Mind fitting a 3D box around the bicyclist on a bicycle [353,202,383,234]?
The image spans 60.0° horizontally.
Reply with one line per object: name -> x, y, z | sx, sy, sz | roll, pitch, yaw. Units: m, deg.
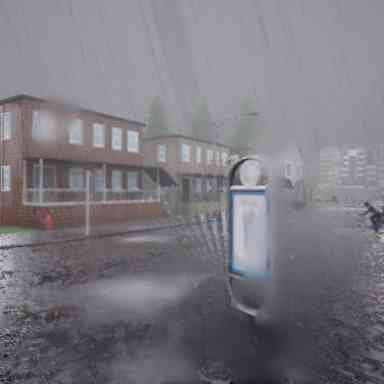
bicyclist on a bicycle -> 9.273, 1.343, 17.349 | 1.656, 1.620, 0.582 | 0, 0, 36
